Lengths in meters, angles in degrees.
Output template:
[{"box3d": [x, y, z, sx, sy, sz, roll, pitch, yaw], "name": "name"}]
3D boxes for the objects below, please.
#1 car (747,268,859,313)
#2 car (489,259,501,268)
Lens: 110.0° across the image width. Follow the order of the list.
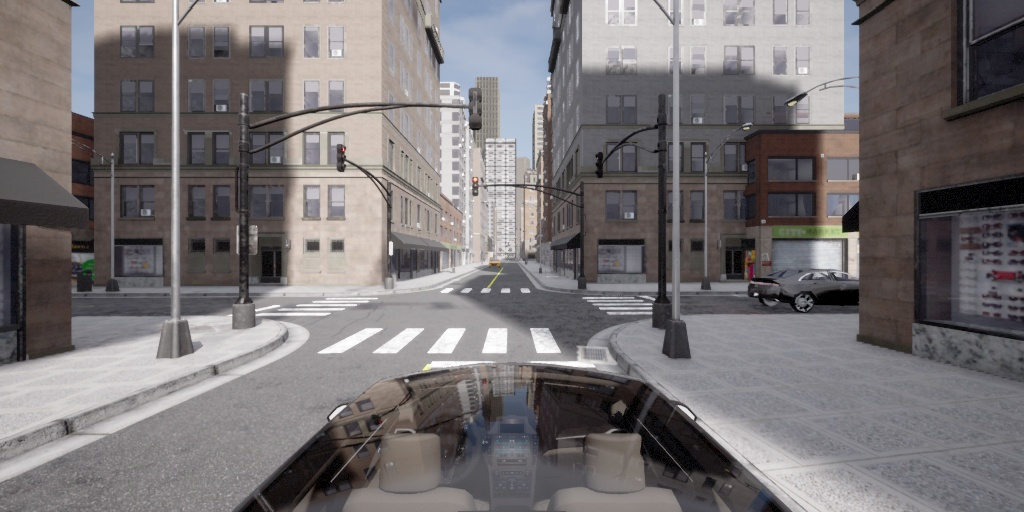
[{"box3d": [11.427, 1.209, 13.225, 4.902, 1.511, 2.128, 0, 0, 0], "name": "car"}, {"box3d": [-2.998, 1.208, 62.908, 1.882, 1.535, 5.008, 0, 0, 0], "name": "car"}]
